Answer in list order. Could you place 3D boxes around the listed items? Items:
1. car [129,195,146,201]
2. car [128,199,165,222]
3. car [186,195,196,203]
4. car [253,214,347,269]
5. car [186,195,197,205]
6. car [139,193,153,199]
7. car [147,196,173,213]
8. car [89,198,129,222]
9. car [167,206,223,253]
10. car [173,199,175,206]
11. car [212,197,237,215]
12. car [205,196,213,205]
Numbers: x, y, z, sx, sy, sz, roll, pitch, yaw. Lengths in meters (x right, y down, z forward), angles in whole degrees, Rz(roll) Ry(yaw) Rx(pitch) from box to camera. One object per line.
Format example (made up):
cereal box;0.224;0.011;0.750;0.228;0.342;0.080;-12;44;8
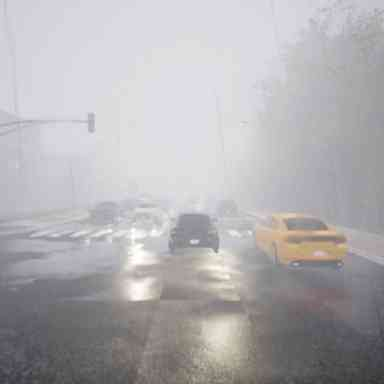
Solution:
car;-6.633;1.416;36.706;1.882;1.535;5.008;0;0;0
car;-3.381;1.483;25.656;1.812;1.442;4.674;0;0;0
car;-0.114;1.365;65.877;1.882;1.535;5.008;0;0;0
car;3.332;1.460;11.177;1.882;1.535;5.008;0;0;0
car;-0.097;1.505;55.905;1.895;1.301;4.718;0;0;0
car;-6.581;1.142;47.328;2.150;2.045;5.566;0;0;0
car;-3.392;1.466;35.705;1.812;1.442;4.674;0;0;1
car;-6.632;1.434;26.327;1.882;1.535;5.008;0;0;0
car;0.079;1.504;13.553;1.812;1.442;4.674;0;0;0
car;-3.329;1.523;45.866;1.895;1.301;4.718;0;0;0
car;3.295;1.450;32.572;1.837;1.490;4.892;0;0;0
car;3.161;1.451;56.664;2.033;1.411;5.357;0;0;0
